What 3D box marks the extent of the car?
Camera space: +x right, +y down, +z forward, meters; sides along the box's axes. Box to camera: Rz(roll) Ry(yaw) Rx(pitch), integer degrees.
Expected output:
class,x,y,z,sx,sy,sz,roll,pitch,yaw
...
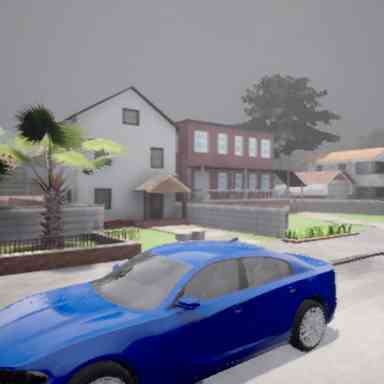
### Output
class,x,y,z,sx,sy,sz,roll,pitch,yaw
car,-0.027,1.472,4.587,5.008,1.535,1.882,0,0,-35
